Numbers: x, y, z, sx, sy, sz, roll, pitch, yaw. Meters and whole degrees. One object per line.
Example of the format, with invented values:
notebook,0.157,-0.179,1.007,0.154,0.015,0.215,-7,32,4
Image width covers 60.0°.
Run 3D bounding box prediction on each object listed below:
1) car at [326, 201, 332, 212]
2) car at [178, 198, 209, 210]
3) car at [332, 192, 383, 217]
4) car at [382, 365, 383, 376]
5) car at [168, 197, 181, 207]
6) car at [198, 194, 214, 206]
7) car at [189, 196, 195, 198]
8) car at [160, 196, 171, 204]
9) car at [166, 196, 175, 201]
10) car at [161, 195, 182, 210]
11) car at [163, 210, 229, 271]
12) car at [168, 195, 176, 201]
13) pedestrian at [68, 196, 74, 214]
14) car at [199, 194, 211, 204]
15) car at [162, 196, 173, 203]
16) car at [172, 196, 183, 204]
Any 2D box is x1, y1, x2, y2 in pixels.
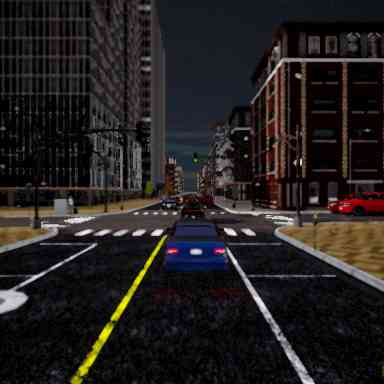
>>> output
car,15.320,1.118,31.248,5.009,1.841,2.192,-1,1,-1
car,0.089,1.510,26.105,1.837,1.490,4.892,-1,0,0
car,15.625,1.024,28.791,5.566,2.045,2.150,-1,0,-1
car,2.564,1.526,1.059,1.752,1.417,4.829,0,0,0
car,-2.807,1.572,53.177,1.812,1.442,4.674,0,0,0
car,2.575,1.362,55.706,2.192,1.841,5.009,0,0,0
car,0.017,1.626,83.408,1.994,1.385,4.181,0,0,0
car,-5.303,1.609,66.893,2.008,1.369,4.403,0,0,0
car,-5.299,1.625,83.672,2.008,1.369,4.403,0,0,0
car,-2.835,1.529,43.550,2.128,1.511,4.902,0,0,0
car,0.103,1.556,10.875,2.033,1.411,5.357,0,0,0
car,-5.345,1.520,89.264,1.967,1.590,4.097,0,0,0
pedestrian,-12.342,1.299,33.899,0.375,1.860,0.375,0,1,-1
car,2.577,1.373,66.892,2.192,1.841,5.009,0,0,0
car,-5.302,1.609,72.486,1.887,1.381,4.507,0,0,0
car,-2.737,1.533,63.663,1.882,1.535,5.008,0,0,0
